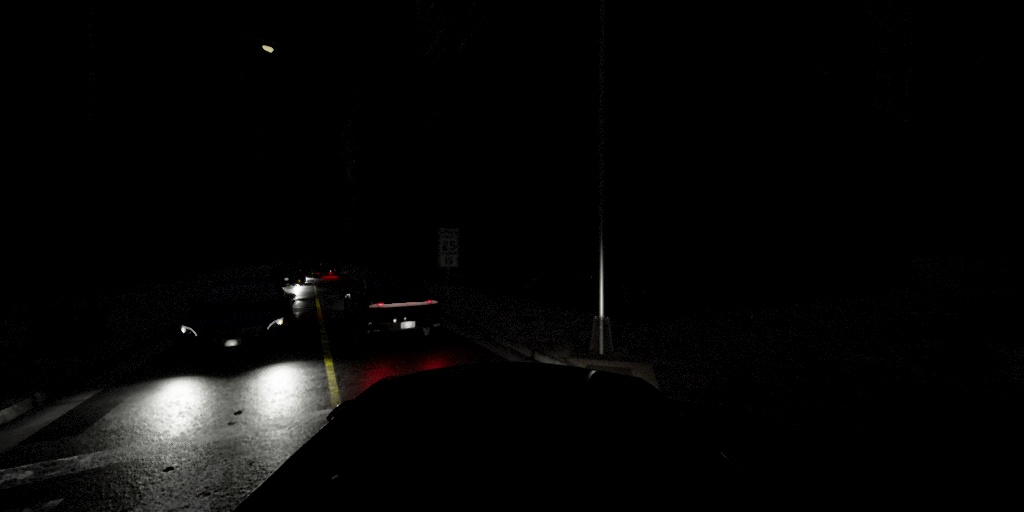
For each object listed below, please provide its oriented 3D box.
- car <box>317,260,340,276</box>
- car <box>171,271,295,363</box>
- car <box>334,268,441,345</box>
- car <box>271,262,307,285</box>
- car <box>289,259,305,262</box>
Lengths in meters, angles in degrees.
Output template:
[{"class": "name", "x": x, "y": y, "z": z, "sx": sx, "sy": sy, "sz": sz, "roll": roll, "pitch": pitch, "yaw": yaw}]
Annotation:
[{"class": "car", "x": -19.448, "y": 1.265, "z": 38.191, "sx": 1.837, "sy": 1.490, "sz": 4.892, "roll": 0, "pitch": 0, "yaw": -29}, {"class": "car", "x": -6.270, "y": 1.276, "z": 8.473, "sx": 1.812, "sy": 1.442, "sz": 4.674, "roll": 0, "pitch": 0, "yaw": -31}, {"class": "car", "x": -3.391, "y": 1.243, "z": 9.691, "sx": 2.128, "sy": 1.511, "sz": 4.902, "roll": 0, "pitch": 0, "yaw": -30}, {"class": "car", "x": -15.603, "y": 1.318, "z": 24.990, "sx": 1.994, "sy": 1.385, "sz": 4.181, "roll": 0, "pitch": 0, "yaw": -29}, {"class": "car", "x": -23.325, "y": 1.008, "z": 38.821, "sx": 1.895, "sy": 1.301, "sz": 4.718, "roll": 0, "pitch": 0, "yaw": -30}]
